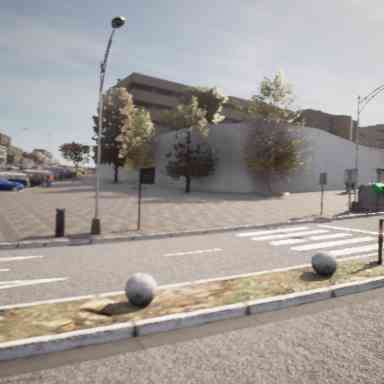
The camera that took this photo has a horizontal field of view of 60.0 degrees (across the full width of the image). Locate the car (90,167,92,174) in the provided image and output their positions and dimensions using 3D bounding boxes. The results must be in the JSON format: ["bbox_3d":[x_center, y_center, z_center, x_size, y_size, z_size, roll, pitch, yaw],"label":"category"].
[{"bbox_3d":[-30.343,-5.386,88.366,5.366,1.575,1.946,1,4,-30],"label":"car"}]

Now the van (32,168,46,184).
[{"bbox_3d":[-23.556,-1.898,46.933,4.442,1.987,1.878,1,6,-29],"label":"van"}]

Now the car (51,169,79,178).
[{"bbox_3d":[-28.028,-4.102,73.500,5.366,1.575,1.946,1,6,-30],"label":"car"}]

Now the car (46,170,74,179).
[{"bbox_3d":[-26.821,-3.555,67.713,4.892,1.521,2.231,1,5,-30],"label":"car"}]

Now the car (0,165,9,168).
[{"bbox_3d":[-46.978,-5.714,79.462,4.553,1.767,2.185,-1,6,-30],"label":"car"}]

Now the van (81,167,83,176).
[{"bbox_3d":[-28.286,-4.588,76.575,4.442,1.987,1.878,1,5,-30],"label":"van"}]

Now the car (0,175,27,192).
[{"bbox_3d":[-22.104,-0.870,38.156,5.008,1.535,2.097,1,5,-29],"label":"car"}]

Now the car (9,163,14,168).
[{"bbox_3d":[-47.520,-5.836,82.342,5.008,1.535,2.097,0,5,-30],"label":"car"}]

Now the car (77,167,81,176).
[{"bbox_3d":[-27.299,-4.076,70.655,5.566,2.045,2.435,1,5,-30],"label":"car"}]

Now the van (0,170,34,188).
[{"bbox_3d":[-22.441,-1.360,41.149,4.442,1.987,1.878,1,5,-29],"label":"van"}]

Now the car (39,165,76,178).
[{"bbox_3d":[-26.271,-3.534,64.749,5.566,2.045,2.435,1,5,-30],"label":"car"}]

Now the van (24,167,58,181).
[{"bbox_3d":[-24.276,-2.431,52.965,4.442,1.987,1.878,1,5,-29],"label":"van"}]

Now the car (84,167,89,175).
[{"bbox_3d":[-29.418,-5.138,82.399,5.566,2.045,2.435,1,5,-30],"label":"car"}]

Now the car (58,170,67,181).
[{"bbox_3d":[-25.324,-2.743,58.836,4.892,1.521,2.231,1,6,-29],"label":"car"}]

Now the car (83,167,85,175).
[{"bbox_3d":[-29.090,-4.636,79.373,5.366,1.575,1.946,1,5,-30],"label":"car"}]

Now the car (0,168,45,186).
[{"bbox_3d":[-23.020,-1.655,44.021,5.566,2.045,2.435,1,5,-29],"label":"car"}]

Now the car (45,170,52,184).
[{"bbox_3d":[-23.949,-2.066,49.944,4.553,1.767,2.185,1,5,-29],"label":"car"}]

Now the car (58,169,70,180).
[{"bbox_3d":[-25.796,-2.985,61.810,4.792,1.488,2.163,1,5,-30],"label":"car"}]
